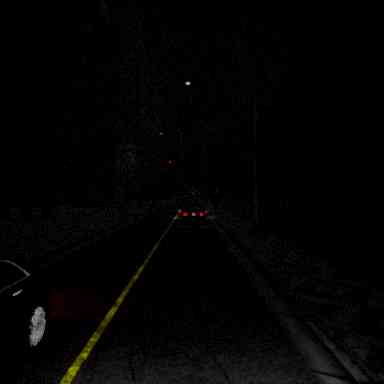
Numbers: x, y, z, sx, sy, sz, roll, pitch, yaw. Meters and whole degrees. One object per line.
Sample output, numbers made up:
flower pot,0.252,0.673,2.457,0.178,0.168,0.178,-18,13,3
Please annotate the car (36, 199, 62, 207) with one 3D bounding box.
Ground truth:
car,-24.500,1.904,57.057,4.206,1.307,1.802,0,-2,0

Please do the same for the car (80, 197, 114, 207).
car,-13.547,1.507,48.556,4.097,1.590,1.967,0,-2,-1

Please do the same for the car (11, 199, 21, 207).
car,-29.986,1.891,57.049,4.313,1.339,1.947,0,-2,0

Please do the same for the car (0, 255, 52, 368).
car,-3.101,1.513,3.347,1.837,1.490,4.892,0,0,0

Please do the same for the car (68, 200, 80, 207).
car,-19.013,1.885,57.065,4.313,1.339,1.947,0,-2,0

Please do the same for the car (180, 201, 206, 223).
car,0.087,1.618,25.845,2.033,1.411,5.357,0,0,0

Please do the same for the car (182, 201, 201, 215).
car,0.028,1.672,36.337,1.994,1.385,4.181,0,0,1
